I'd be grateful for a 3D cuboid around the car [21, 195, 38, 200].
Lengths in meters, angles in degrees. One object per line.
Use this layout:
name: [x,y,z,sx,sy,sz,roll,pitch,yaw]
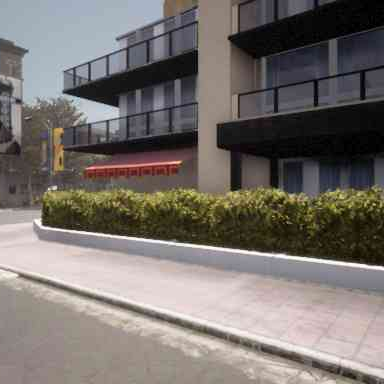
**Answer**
car: [-34.539,1.460,68.283,4.892,1.521,2.231,0,0,37]
